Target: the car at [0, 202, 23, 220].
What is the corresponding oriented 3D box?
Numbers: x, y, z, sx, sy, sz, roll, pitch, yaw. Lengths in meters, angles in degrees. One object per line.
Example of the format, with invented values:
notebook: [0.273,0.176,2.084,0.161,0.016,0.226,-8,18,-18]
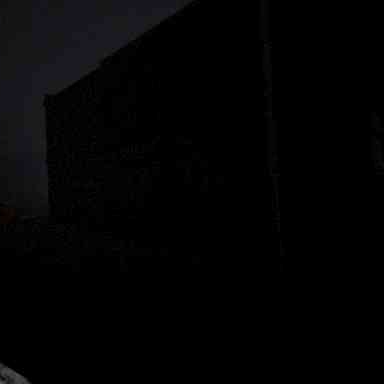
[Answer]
car: [-14.264,1.421,23.633,1.882,1.535,5.008,-4,1,9]
